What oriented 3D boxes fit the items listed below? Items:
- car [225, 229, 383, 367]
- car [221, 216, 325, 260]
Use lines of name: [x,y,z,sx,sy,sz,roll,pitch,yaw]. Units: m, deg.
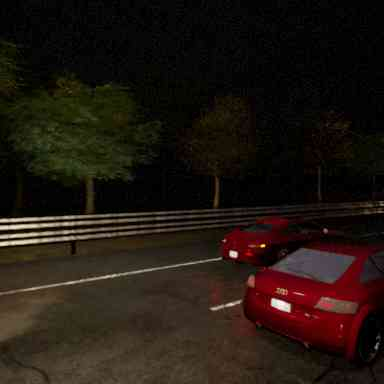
car: [2.866,1.529,5.787,4.181,1.385,1.994,0,0,-36]
car: [2.976,1.474,10.170,4.674,1.442,1.812,0,0,-35]
